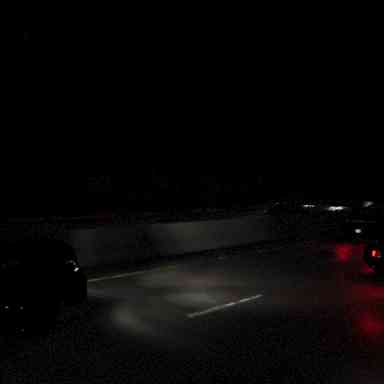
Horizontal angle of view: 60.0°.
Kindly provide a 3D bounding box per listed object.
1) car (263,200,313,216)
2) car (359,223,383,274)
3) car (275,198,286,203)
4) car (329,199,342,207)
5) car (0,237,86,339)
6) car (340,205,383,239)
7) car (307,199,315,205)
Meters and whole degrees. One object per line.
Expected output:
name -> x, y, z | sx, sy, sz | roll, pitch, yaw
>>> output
car -> 7.174, 1.633, 25.317 | 1.837, 1.490, 4.892 | 0, 0, 41
car -> 6.858, 1.649, 9.675 | 4.718, 1.301, 1.895 | 0, 0, -42
car -> 22.799, 2.214, 85.688 | 1.994, 1.385, 4.181 | 0, -1, 2
car -> 26.716, 1.993, 61.869 | 2.128, 1.511, 4.902 | 0, -1, 17
car -> -4.520, 1.228, 4.945 | 5.566, 2.045, 2.150 | 0, 0, -35
car -> 9.301, 1.579, 17.005 | 2.128, 1.511, 4.902 | 0, 0, 44
car -> 25.318, 2.150, 72.294 | 1.994, 1.385, 4.181 | 0, -1, 10
